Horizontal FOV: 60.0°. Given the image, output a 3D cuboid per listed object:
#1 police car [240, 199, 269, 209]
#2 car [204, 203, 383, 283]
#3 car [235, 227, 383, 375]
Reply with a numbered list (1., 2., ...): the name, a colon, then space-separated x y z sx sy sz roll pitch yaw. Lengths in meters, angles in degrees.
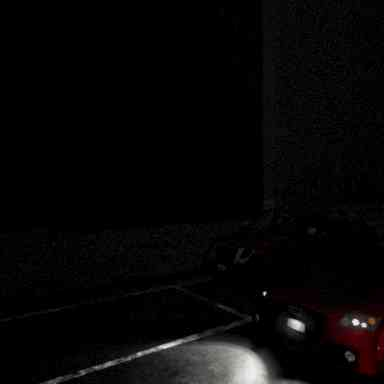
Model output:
1. police car: 11.132 2.131 59.470 2.038 1.542 4.974 0 -1 -36
2. car: 2.685 1.292 8.568 5.009 1.841 2.192 0 0 -36
3. car: 2.982 1.546 5.508 4.181 1.385 1.994 0 0 -35
